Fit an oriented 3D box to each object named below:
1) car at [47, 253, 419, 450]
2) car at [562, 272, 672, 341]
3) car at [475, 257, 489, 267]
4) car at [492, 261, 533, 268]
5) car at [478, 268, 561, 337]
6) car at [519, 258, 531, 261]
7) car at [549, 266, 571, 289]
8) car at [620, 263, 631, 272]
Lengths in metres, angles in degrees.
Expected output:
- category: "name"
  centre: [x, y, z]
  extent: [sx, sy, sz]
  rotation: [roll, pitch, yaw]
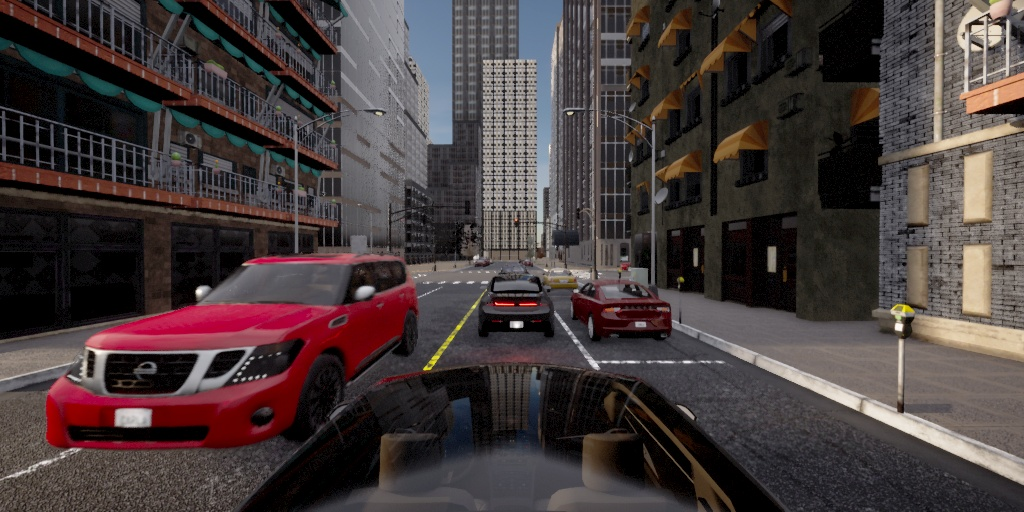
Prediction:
- category: "car"
  centre: [-3.093, 0.971, 5.697]
  extent: [2.150, 2.045, 5.566]
  rotation: [0, 0, 0]
- category: "car"
  centre: [2.697, 1.294, 9.720]
  extent: [1.888, 1.381, 4.507]
  rotation: [0, 0, 0]
- category: "car"
  centre: [-5.635, 1.291, 64.302]
  extent: [1.888, 1.381, 4.507]
  rotation: [0, 0, 0]
- category: "car"
  centre: [0.115, 1.239, 20.405]
  extent: [2.128, 1.511, 4.902]
  rotation: [0, 0, 0]
- category: "car"
  centre: [0.107, 1.253, 10.272]
  extent: [1.837, 1.490, 4.892]
  rotation: [0, 0, 0]
- category: "car"
  centre: [2.745, 1.185, 64.293]
  extent: [1.967, 1.591, 4.097]
  rotation: [0, 0, 0]
- category: "car"
  centre: [2.706, 1.272, 20.937]
  extent: [1.751, 1.417, 4.829]
  rotation: [0, 0, 0]
- category: "car"
  centre: [14.297, 1.005, 39.899]
  extent: [4.507, 1.381, 1.888]
  rotation: [0, 0, 0]
